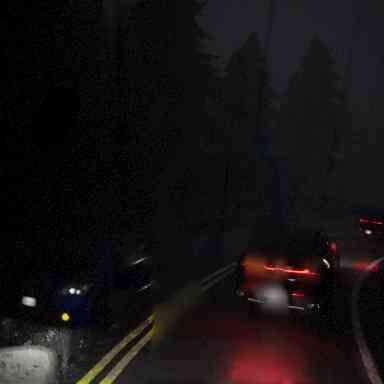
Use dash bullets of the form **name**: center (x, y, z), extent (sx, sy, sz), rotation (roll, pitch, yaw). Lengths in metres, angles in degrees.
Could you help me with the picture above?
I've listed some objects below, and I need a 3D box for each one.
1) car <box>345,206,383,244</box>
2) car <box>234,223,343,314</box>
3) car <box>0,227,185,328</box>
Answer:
- **car**: center (9.478, 1.409, 15.351), extent (4.892, 1.490, 1.837), rotation (-1, 5, -33)
- **car**: center (2.427, 1.503, 7.857), extent (1.837, 1.490, 4.892), rotation (2, 1, 25)
- **car**: center (-1.750, 1.481, 6.979), extent (1.994, 1.385, 4.181), rotation (1, 1, 23)
